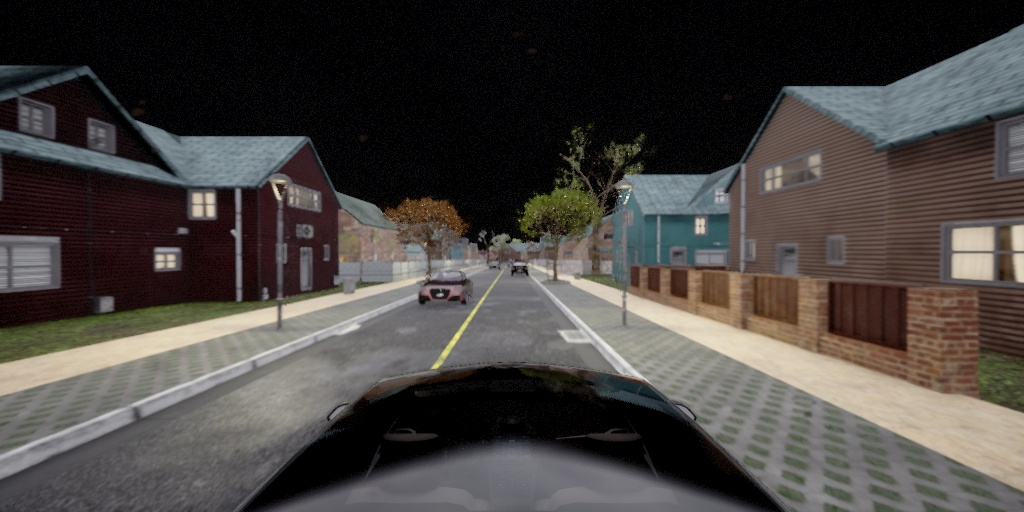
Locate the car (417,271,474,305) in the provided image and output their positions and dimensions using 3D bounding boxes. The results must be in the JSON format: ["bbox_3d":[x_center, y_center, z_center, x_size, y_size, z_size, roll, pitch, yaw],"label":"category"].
[{"bbox_3d":[-2.847,1.356,16.181,1.994,1.385,4.181,0,0,0],"label":"car"}]

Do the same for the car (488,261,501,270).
[{"bbox_3d":[-2.796,1.502,58.266,1.837,1.490,4.892,0,0,1],"label":"car"}]

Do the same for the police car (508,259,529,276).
[{"bbox_3d":[0.826,1.314,39.681,1.930,1.638,5.238,0,0,0],"label":"police car"}]
